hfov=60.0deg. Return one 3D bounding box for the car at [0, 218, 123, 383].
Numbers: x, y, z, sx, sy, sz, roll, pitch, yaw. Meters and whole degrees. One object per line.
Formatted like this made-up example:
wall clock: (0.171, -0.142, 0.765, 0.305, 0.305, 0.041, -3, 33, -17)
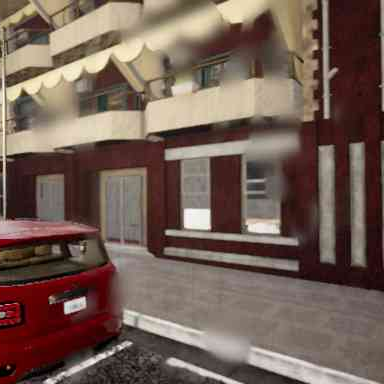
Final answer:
car: (-3.221, 1.330, 5.033, 5.009, 1.841, 2.192, 0, -1, 36)
